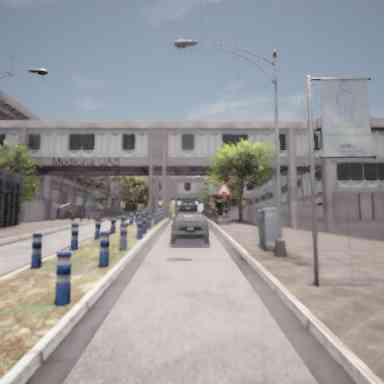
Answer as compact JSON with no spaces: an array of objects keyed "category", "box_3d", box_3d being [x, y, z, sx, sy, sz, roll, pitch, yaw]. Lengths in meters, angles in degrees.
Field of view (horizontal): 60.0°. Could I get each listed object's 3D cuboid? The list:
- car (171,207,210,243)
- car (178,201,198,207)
[{"category":"car","box_3d":[-0.108,1.696,16.939,2.033,1.411,5.357,0,-1,-1]},{"category":"car","box_3d":[-0.473,2.130,39.579,2.150,2.045,5.566,0,-2,-1]}]
